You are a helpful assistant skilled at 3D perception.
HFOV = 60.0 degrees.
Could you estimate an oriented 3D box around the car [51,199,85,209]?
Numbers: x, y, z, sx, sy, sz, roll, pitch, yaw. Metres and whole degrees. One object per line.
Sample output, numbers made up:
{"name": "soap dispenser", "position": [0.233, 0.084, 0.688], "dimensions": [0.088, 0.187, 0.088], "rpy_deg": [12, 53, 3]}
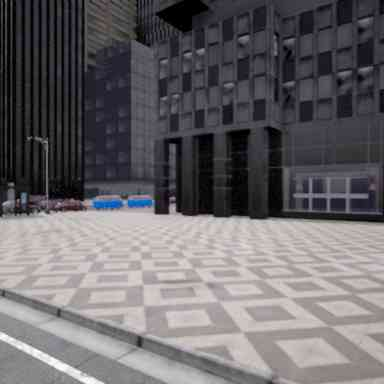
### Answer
{"name": "car", "position": [-17.433, 1.625, 46.819], "dimensions": [1.802, 1.307, 4.206], "rpy_deg": [0, 0, 35]}

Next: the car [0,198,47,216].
{"name": "car", "position": [-17.053, 1.610, 32.626], "dimensions": [2.008, 1.369, 4.403], "rpy_deg": [0, 0, 35]}

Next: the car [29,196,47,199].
{"name": "car", "position": [-17.754, 1.596, 41.770], "dimensions": [2.033, 1.411, 5.357], "rpy_deg": [0, 0, 35]}

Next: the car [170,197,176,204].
{"name": "car", "position": [-4.359, 1.568, 60.488], "dimensions": [1.812, 1.442, 4.674], "rpy_deg": [0, 0, 36]}

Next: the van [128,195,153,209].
{"name": "van", "position": [-7.195, 1.391, 46.515], "dimensions": [1.690, 1.788, 3.998], "rpy_deg": [0, 0, 35]}

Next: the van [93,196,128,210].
{"name": "van", "position": [-10.480, 1.393, 41.886], "dimensions": [1.690, 1.788, 3.998], "rpy_deg": [0, 0, 35]}

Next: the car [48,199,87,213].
{"name": "car", "position": [-13.767, 1.637, 37.256], "dimensions": [1.802, 1.307, 4.206], "rpy_deg": [0, 0, 35]}
